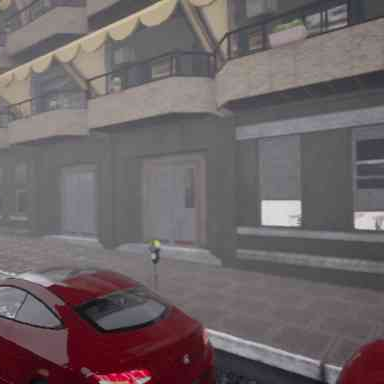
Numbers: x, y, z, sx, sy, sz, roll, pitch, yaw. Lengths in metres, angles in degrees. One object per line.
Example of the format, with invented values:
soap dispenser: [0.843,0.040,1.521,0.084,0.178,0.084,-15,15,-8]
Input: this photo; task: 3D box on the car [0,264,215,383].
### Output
car: [-1.707,1.581,4.107,4.206,1.307,1.802,0,-1,36]

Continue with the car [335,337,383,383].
car: [2.926,1.316,0.808,5.009,1.841,2.192,0,-1,36]
